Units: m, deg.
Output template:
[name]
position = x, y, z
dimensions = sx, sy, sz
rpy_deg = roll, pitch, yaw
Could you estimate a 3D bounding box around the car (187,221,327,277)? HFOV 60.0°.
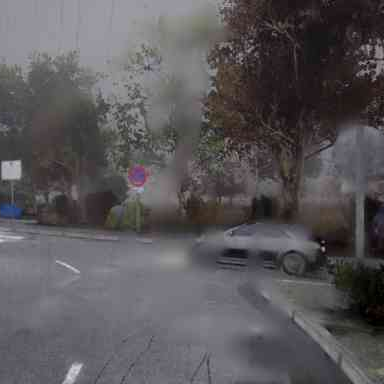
[car]
position = 1.932, 1.591, 10.293
dimensions = 4.181, 1.385, 1.994
rpy_deg = -1, 0, 29
